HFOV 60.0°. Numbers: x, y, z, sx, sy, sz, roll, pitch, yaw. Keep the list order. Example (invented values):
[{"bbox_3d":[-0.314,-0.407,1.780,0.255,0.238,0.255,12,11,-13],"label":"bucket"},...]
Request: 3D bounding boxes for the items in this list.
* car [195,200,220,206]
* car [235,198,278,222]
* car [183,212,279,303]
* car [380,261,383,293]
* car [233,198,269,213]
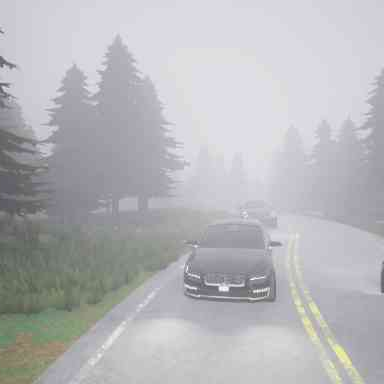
[{"bbox_3d":[1.976,1.798,44.866,1.812,1.442,4.674,3,-5,-35],"label":"car"},{"bbox_3d":[3.984,1.267,20.911,2.097,1.767,4.553,-1,0,4],"label":"car"},{"bbox_3d":[1.102,1.496,8.420,1.837,1.490,4.892,-1,0,13],"label":"car"},{"bbox_3d":[4.499,1.308,4.645,2.097,1.767,4.553,-1,0,9],"label":"car"},{"bbox_3d":[6.248,1.410,35.735,1.837,1.490,4.892,2,-1,-15],"label":"car"}]
